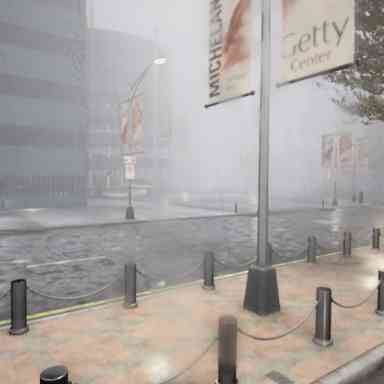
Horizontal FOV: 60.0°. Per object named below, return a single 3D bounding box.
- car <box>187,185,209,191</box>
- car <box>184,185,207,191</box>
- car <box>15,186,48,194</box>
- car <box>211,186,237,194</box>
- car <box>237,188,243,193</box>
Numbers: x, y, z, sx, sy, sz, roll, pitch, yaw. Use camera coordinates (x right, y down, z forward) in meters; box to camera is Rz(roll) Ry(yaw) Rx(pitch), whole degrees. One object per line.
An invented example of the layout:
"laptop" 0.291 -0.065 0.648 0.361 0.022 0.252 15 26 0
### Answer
"car" 1.491 -1.007 84.005 4.902 1.511 2.128 1 2 26
"car" 0.472 -0.961 80.592 5.008 1.535 1.882 1 2 30
"car" -15.913 0.212 31.103 4.674 1.452 2.002 -1 2 -36
"car" 6.102 -0.386 67.100 1.895 1.301 4.718 -1 2 -41
"car" 8.244 -0.515 70.019 2.033 1.411 5.357 -1 2 -42
